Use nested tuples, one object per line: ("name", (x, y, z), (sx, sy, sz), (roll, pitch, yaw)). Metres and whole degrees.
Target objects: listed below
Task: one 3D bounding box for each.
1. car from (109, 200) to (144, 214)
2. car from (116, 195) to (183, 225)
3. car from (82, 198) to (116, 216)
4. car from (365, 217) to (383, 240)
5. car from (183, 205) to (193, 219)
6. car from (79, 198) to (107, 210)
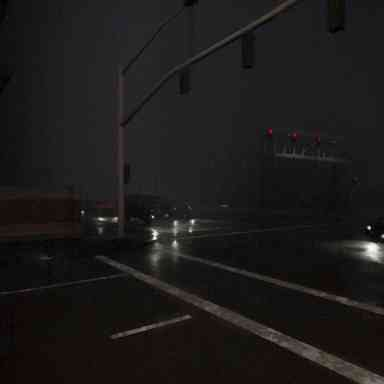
("car", (-7.144, 1.601, 35.894), (1.895, 1.301, 4.718), (0, 0, -36))
("car", (-3.316, 1.222, 24.563), (2.150, 2.045, 5.566), (0, 0, -36))
("car", (-9.078, 1.478, 32.588), (1.882, 1.535, 5.008), (0, 0, -36))
("car", (10.513, 1.547, 16.104), (5.357, 1.411, 2.033), (0, 0, -37))
("car", (-1.901, 1.352, 28.595), (2.097, 1.767, 4.553), (0, 0, -36))
("car", (-13.348, 1.547, 44.545), (2.033, 1.411, 5.357), (0, 0, -36))
